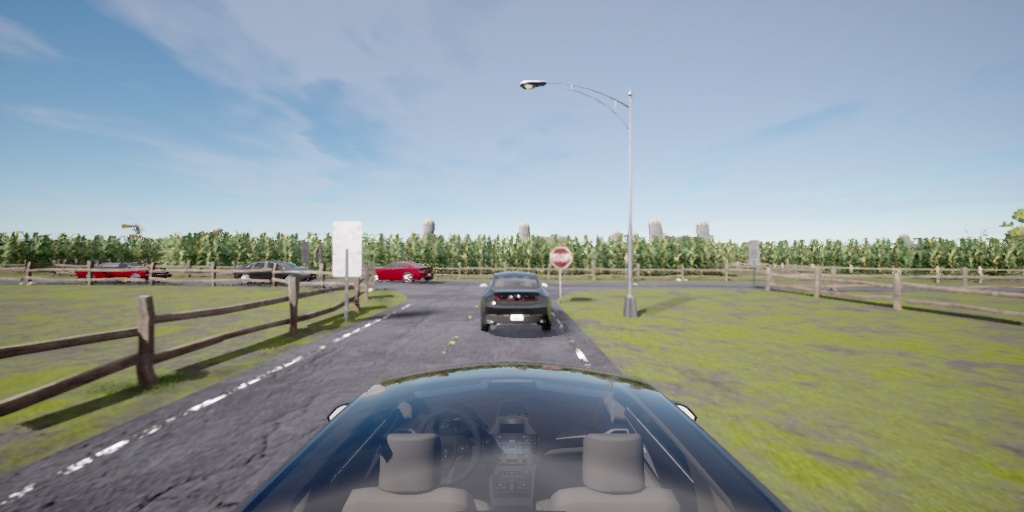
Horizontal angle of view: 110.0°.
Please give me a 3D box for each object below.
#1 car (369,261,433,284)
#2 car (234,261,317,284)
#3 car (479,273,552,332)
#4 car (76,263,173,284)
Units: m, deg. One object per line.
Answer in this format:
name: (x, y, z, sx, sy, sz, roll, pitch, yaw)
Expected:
car: (-8.083, 1.145, 25.914, 5.008, 1.535, 1.882, 0, -2, 22)
car: (-15.514, 1.086, 23.654, 4.892, 1.490, 1.837, 0, -1, 0)
car: (0.064, 1.234, 10.855, 1.837, 1.490, 4.892, 0, -1, -1)
car: (-25.450, 1.116, 23.710, 4.718, 1.301, 1.895, 0, -1, 0)
